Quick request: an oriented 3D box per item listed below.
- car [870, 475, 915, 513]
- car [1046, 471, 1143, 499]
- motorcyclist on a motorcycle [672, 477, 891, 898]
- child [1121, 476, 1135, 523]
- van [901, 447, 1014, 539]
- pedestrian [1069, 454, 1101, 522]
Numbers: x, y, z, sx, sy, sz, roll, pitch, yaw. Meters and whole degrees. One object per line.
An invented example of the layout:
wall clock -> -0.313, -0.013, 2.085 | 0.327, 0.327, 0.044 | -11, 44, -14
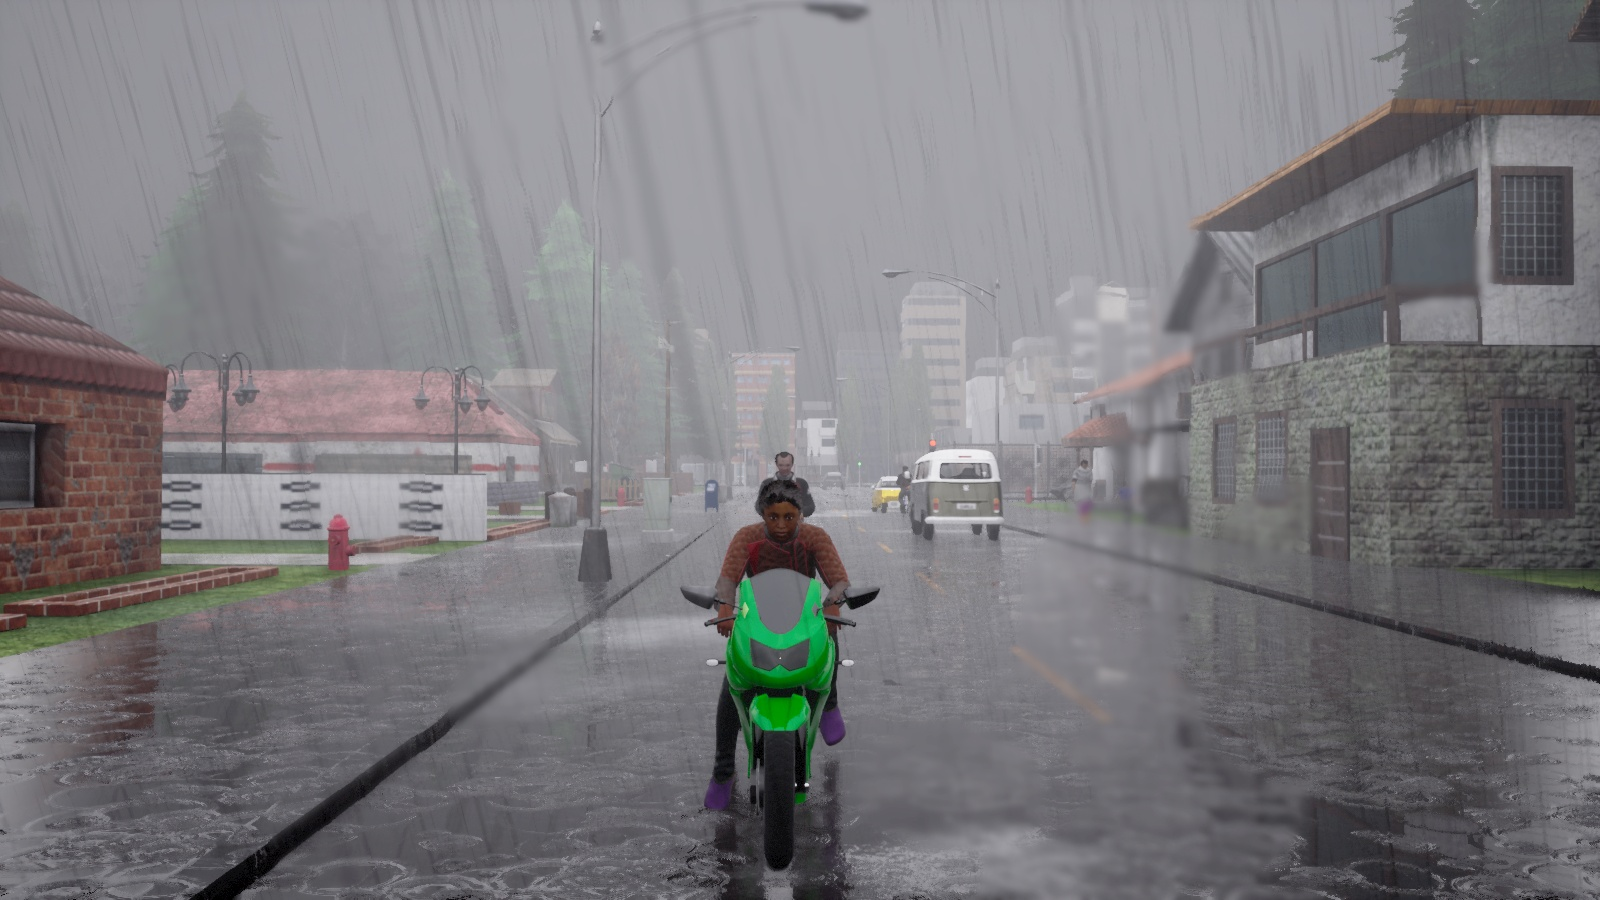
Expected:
car -> 3.493, 1.654, 47.662 | 1.481, 1.376, 2.207 | 0, -1, -1
car -> 16.129, 1.906, 69.013 | 4.792, 1.488, 2.163 | 0, -1, -1
motorcyclist on a motorcycle -> -0.079, 0.891, 5.632 | 0.797, 1.523, 2.044 | 0, -1, -1
child -> 8.891, 1.339, 34.048 | 0.270, 1.263, 0.437 | 0, -1, 4
van -> 3.668, 1.020, 30.016 | 2.069, 2.038, 4.480 | 0, -2, -1
pedestrian -> 8.277, 1.102, 36.462 | 0.659, 1.952, 0.873 | 0, -1, -5
